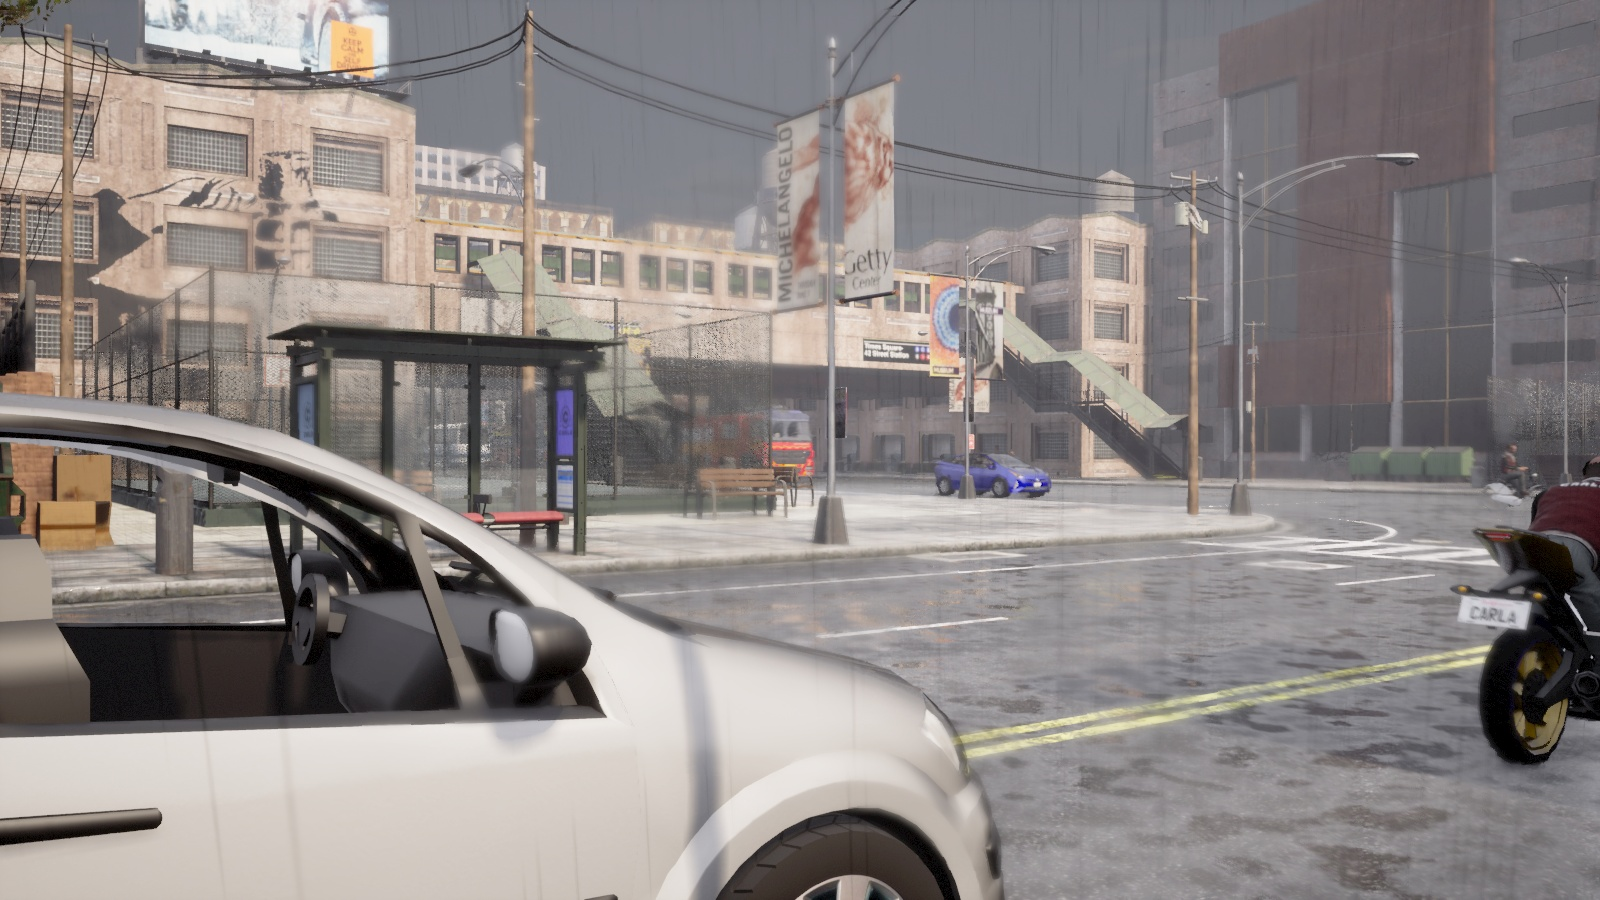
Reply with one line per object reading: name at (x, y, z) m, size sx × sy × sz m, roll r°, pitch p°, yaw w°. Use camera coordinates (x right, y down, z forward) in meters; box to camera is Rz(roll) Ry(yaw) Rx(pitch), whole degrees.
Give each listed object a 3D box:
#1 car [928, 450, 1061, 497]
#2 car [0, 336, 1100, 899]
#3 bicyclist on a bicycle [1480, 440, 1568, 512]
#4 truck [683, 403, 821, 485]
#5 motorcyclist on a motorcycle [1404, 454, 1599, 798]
car at (6.656, 0.784, 43.447) m, size 2.007 × 1.525 × 4.514 m, roll 0°, pitch 0°, yaw -34°
car at (-1.441, 0.653, 2.657) m, size 3.988 × 1.617 × 1.851 m, roll 0°, pitch 0°, yaw -35°
bicyclist on a bicycle at (18.564, 0.655, 32.249) m, size 0.659 × 1.776 × 1.843 m, roll 0°, pitch 0°, yaw -34°
truck at (-2.575, -0.260, 63.137) m, size 2.891 × 3.827 × 8.468 m, roll 0°, pitch 0°, yaw -34°
motorcyclist on a motorcycle at (4.185, 0.787, 6.582) m, size 2.191 × 1.530 × 0.866 m, roll 0°, pitch 0°, yaw -35°
